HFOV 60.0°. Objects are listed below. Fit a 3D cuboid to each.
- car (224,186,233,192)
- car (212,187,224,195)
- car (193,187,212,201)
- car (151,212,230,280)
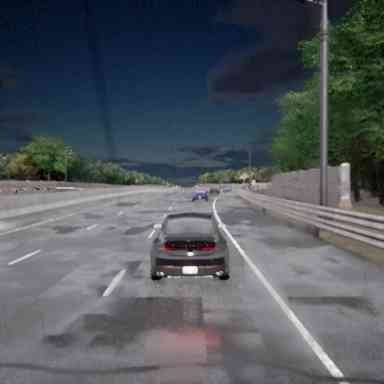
[{"bbox_3d":[9.084,-0.709,84.182,2.033,1.411,5.357,0,1,16],"label":"car"},{"bbox_3d":[4.557,-0.274,64.694,1.837,1.490,4.892,1,2,11],"label":"car"},{"bbox_3d":[1.131,0.361,41.143,1.812,1.442,4.674,0,2,5],"label":"car"},{"bbox_3d":[-0.055,1.334,9.390,1.837,1.490,4.892,0,1,0],"label":"car"}]
